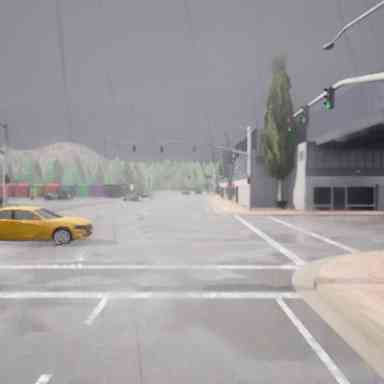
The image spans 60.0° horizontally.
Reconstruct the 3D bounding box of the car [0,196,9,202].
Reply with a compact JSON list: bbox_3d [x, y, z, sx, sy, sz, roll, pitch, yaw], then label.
[{"bbox_3d":[-24.750,0.725,40.831,3.866,1.878,1.905,0,1,0],"label":"car"}]

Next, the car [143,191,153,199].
[{"bbox_3d":[-9.551,0.705,70.736,2.033,1.411,5.357,0,1,2],"label":"car"}]

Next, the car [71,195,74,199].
[{"bbox_3d":[-24.673,0.726,63.351,3.806,1.475,1.970,0,1,0],"label":"car"}]

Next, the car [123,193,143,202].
[{"bbox_3d":[-10.089,0.906,55.387,2.128,1.511,4.902,0,0,2],"label":"car"}]

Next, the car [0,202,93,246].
[{"bbox_3d":[-6.687,1.333,13.719,5.008,1.535,1.882,0,1,-3],"label":"car"}]

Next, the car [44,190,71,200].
[{"bbox_3d":[-24.697,0.518,60.454,3.866,1.878,1.905,0,1,0],"label":"car"}]
